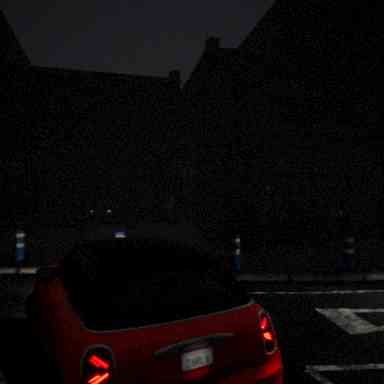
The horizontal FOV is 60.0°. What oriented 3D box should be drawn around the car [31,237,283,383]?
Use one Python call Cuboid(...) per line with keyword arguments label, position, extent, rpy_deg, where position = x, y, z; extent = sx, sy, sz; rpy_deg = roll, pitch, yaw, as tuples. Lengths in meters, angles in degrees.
Cuboid(label="car", position=(-0.934, 1.408, 4.601), extent=(2.097, 1.767, 4.553), rpy_deg=(0, -1, -28))
